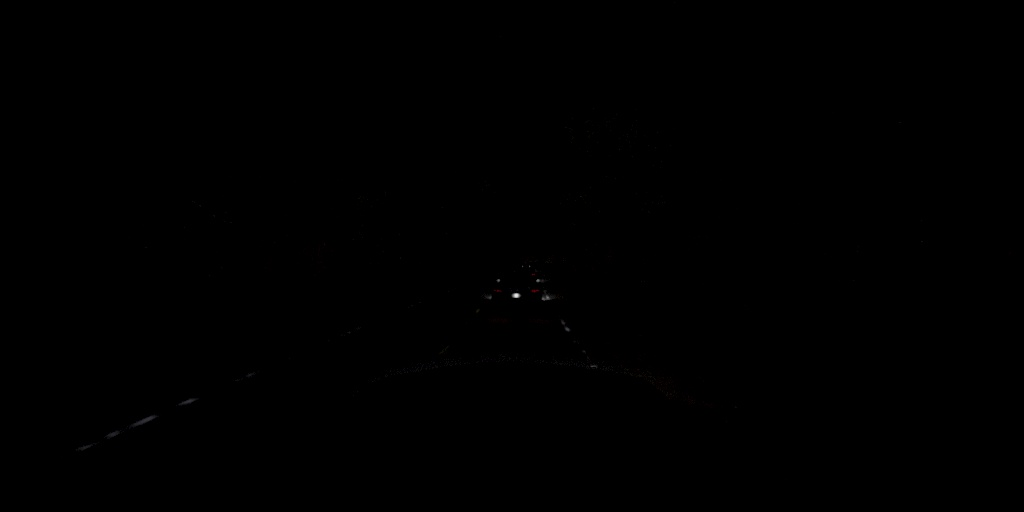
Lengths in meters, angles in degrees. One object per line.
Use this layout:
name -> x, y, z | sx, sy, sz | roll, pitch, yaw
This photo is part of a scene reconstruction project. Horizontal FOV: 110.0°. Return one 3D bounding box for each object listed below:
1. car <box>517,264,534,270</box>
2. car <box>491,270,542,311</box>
car -> 1.111, 1.611, 30.158 | 1.994, 1.385, 4.181 | 0, 0, 5
car -> 0.256, 1.457, 15.263 | 1.994, 1.385, 4.181 | 0, -1, 3
